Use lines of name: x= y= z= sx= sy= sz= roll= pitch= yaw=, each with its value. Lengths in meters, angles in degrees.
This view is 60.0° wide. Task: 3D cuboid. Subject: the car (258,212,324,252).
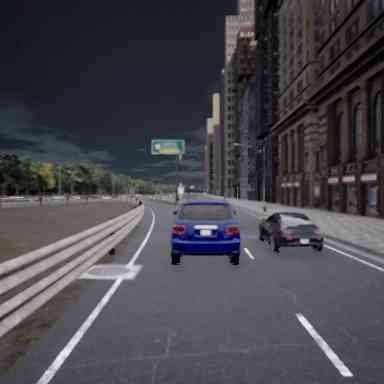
car: x=3.999 y=1.563 z=13.955 sx=1.812 sy=1.442 sz=4.674 roll=0 pitch=0 yaw=1

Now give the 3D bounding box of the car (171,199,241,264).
car: x=0.459 y=1.255 z=12.127 sx=2.150 sy=2.045 sz=5.566 roll=0 pitch=0 yaw=1

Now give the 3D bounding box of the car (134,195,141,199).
car: x=-14.081 y=1.567 z=85.245 sx=2.033 sy=1.411 sz=5.357 roll=0 pitch=0 yaw=-14
